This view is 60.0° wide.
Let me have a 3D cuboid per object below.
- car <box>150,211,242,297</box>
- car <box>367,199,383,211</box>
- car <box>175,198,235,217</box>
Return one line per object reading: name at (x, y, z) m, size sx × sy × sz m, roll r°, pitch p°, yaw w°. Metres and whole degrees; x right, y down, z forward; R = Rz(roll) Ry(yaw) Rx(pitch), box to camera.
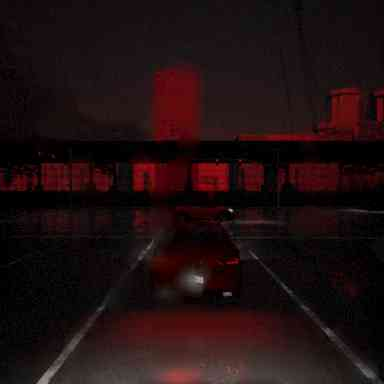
car at (0.095, 1.478, 8.616) m, size 1.882 × 1.535 × 5.008 m, roll 0°, pitch 0°, yaw 0°
car at (22.728, 1.403, 38.406) m, size 4.674 × 1.442 × 1.812 m, roll -1°, pitch 0°, yaw 1°
car at (0.943, 1.333, 24.788) m, size 4.553 × 1.767 × 2.097 m, roll 0°, pitch 0°, yaw 2°
